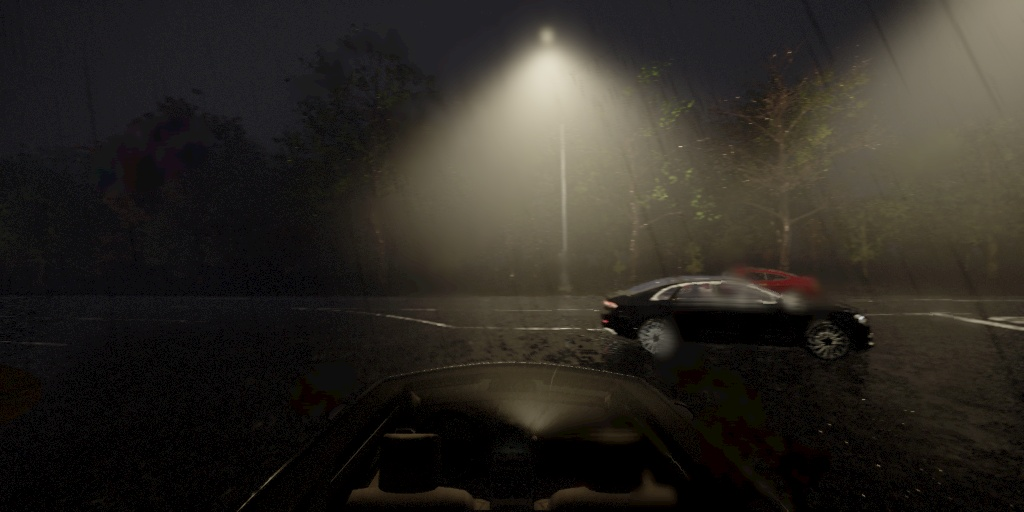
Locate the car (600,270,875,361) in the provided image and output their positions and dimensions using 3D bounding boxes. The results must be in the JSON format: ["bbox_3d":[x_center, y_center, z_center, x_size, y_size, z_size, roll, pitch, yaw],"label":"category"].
[{"bbox_3d":[4.380,1.178,7.578,4.902,1.511,2.128,-2,-1,12],"label":"car"}]
